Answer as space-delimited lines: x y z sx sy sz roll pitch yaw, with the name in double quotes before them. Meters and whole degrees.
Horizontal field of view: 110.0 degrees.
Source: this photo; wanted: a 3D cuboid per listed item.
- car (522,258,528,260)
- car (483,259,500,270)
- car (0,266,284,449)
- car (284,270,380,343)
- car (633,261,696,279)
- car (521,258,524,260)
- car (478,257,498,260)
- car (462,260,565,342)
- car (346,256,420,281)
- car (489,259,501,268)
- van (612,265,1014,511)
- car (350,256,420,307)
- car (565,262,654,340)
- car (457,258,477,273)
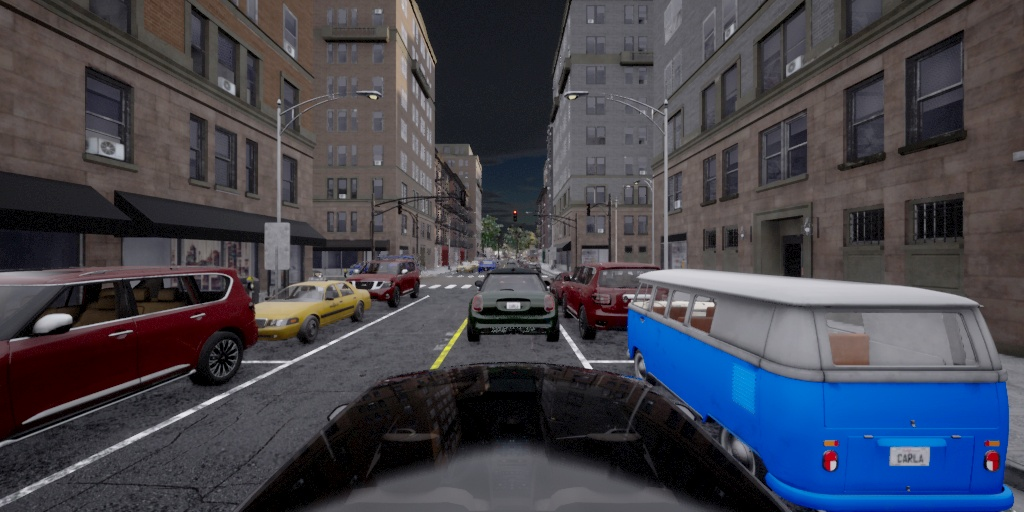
"car" 2.552 1.297 42.593 2.007 1.370 4.403 0 0 0
"car" -2.949 1.238 52.791 2.128 1.511 4.902 0 0 0
"car" -5.403 1.064 4.212 2.192 1.841 5.009 0 0 0
"car" -5.416 1.275 9.719 1.751 1.417 4.829 0 0 0
"car" 13.008 1.207 30.759 4.674 1.442 1.812 0 0 0
"car" 2.541 1.291 48.074 1.888 1.381 4.507 0 0 0
"car" -2.930 1.224 42.824 1.882 1.535 5.008 0 0 0
"car" 0.017 1.101 9.940 2.097 1.767 4.553 0 0 0
"car" -10.944 1.013 30.676 5.566 2.045 2.150 0 0 0
"car" -2.944 1.311 62.851 1.994 1.385 4.181 0 0 0
"van" 2.633 1.091 4.226 1.690 1.789 3.998 0 0 0
"car" -5.429 1.063 15.568 2.192 1.841 5.009 0 0 0
"car" 2.621 1.064 9.905 2.192 1.841 5.009 0 0 0
"car" -5.501 1.272 42.405 1.751 1.417 4.829 0 0 0
